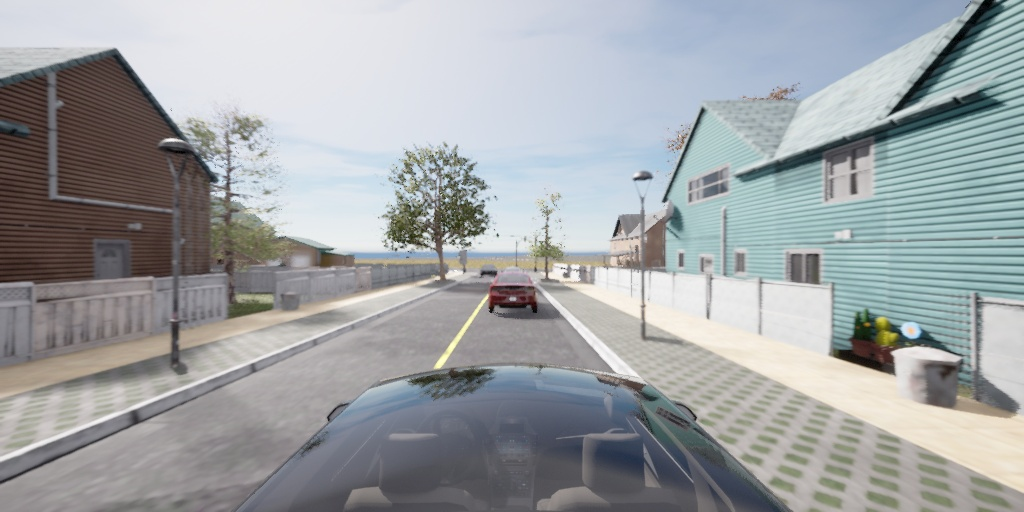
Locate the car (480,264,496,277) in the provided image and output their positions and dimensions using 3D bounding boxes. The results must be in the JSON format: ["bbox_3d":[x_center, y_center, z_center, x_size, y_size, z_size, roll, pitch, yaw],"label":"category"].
[{"bbox_3d":[-2.808,1.757,43.720,1.882,1.535,5.008,0,-1,1],"label":"car"}]

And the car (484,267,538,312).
[{"bbox_3d":[0.053,1.402,15.279,1.882,1.535,5.008,0,0,0],"label":"car"}]
